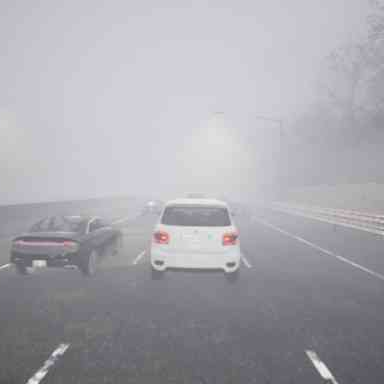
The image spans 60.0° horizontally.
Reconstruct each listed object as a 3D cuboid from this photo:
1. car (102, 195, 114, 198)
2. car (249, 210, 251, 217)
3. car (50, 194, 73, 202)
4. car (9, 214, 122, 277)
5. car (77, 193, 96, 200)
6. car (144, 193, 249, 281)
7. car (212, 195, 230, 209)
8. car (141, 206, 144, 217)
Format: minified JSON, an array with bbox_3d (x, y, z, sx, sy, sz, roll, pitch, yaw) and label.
[{"bbox_3d":[-13.576,1.134,54.032,1.994,1.385,4.181,1,0,1],"label":"car"},{"bbox_3d":[3.782,1.554,28.476,2.033,1.411,5.357,1,0,1],"label":"car"},{"bbox_3d":[-20.596,1.015,52.557,1.895,1.301,4.718,1,0,1],"label":"car"},{"bbox_3d":[-3.398,1.387,9.893,2.128,1.511,4.902,1,0,1],"label":"car"},{"bbox_3d":[-17.071,0.995,53.942,1.837,1.490,4.892,1,0,1],"label":"car"},{"bbox_3d":[0.104,1.196,9.995,2.150,2.045,5.566,1,0,1],"label":"car"},{"bbox_3d":[3.954,1.326,45.497,2.097,1.767,4.553,1,0,1],"label":"car"},{"bbox_3d":[-3.198,1.395,28.996,2.033,1.411,5.357,1,0,1],"label":"car"}]
